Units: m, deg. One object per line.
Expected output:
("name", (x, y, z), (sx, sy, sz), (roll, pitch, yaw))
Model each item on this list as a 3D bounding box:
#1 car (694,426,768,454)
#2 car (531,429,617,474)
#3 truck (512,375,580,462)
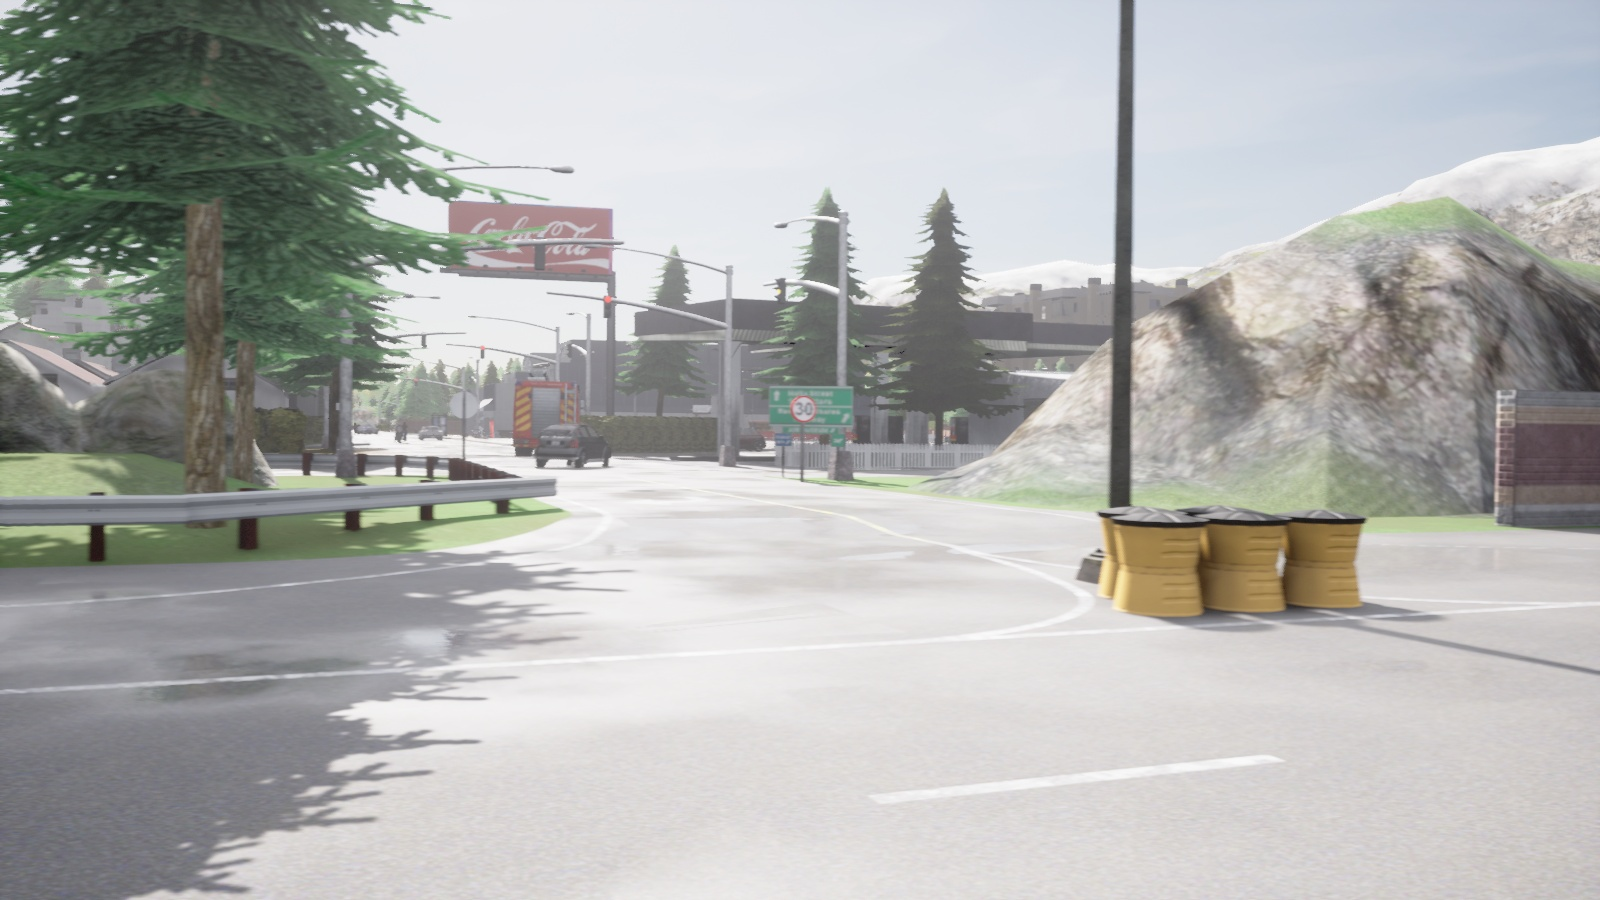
("car", (-4.647, -0.679, 84.926), (4.553, 1.767, 2.097), (-1, 1, -21))
("car", (-8.051, 0.022, 45.098), (1.789, 1.549, 3.705), (0, 1, 12))
("truck", (-11.926, -1.344, 59.471), (2.891, 3.827, 8.468), (0, 0, -10))
